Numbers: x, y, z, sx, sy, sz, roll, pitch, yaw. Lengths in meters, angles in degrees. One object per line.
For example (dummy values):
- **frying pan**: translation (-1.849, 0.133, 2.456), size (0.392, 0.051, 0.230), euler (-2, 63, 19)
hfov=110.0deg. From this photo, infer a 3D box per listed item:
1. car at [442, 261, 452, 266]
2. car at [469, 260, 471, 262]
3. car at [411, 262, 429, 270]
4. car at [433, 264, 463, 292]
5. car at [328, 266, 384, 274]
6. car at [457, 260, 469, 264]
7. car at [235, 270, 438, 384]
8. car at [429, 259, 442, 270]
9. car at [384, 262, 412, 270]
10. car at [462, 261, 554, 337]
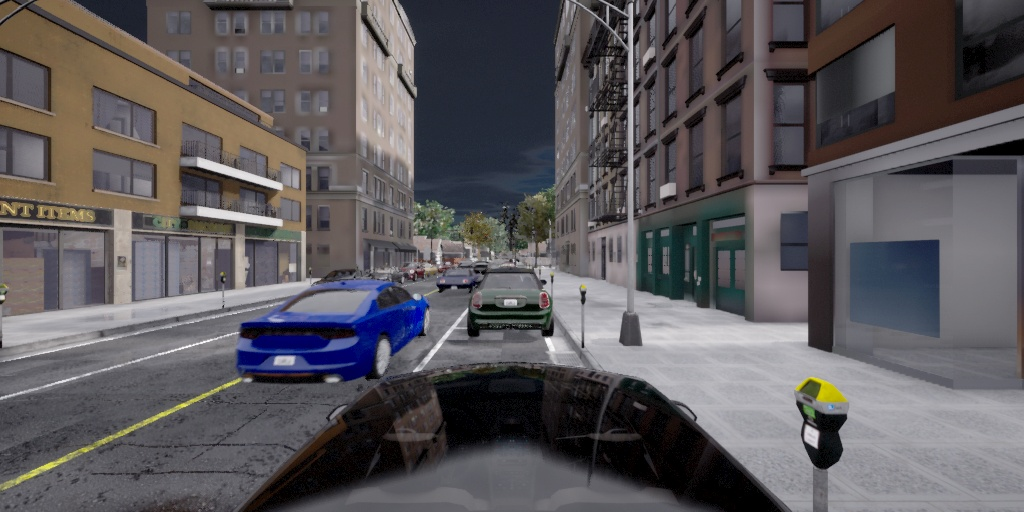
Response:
- **car**: translation (-8.408, 1.204, 40.275), size (1.967, 1.591, 4.097), euler (0, 0, 0)
- **car**: translation (-2.977, 1.267, 36.499), size (1.837, 1.490, 4.892), euler (0, 0, 0)
- **car**: translation (-8.408, 1.195, 29.238), size (1.967, 1.591, 4.097), euler (0, 0, 0)
- **car**: translation (-2.981, 1.352, 20.851), size (1.895, 1.301, 4.718), euler (0, 0, 0)
- **car**: translation (-8.408, 1.316, 18.201), size (1.948, 1.339, 4.313), euler (0, 0, 0)
- **car**: translation (-5.818, 1.274, 45.239), size (1.837, 1.490, 4.892), euler (0, 0, 0)
- **car**: translation (-3.023, 1.227, 7.241), size (1.882, 1.535, 5.008), euler (0, 0, 0)
- **car**: translation (-8.408, 1.285, 34.586), size (1.751, 1.417, 4.829), euler (0, 0, 0)
- **car**: translation (-8.408, 1.303, 23.719), size (2.007, 1.370, 4.403), euler (0, 0, 0)
- **car**: translation (-0.033, 1.103, 10.470), size (2.097, 1.767, 4.553), euler (0, 0, 0)
